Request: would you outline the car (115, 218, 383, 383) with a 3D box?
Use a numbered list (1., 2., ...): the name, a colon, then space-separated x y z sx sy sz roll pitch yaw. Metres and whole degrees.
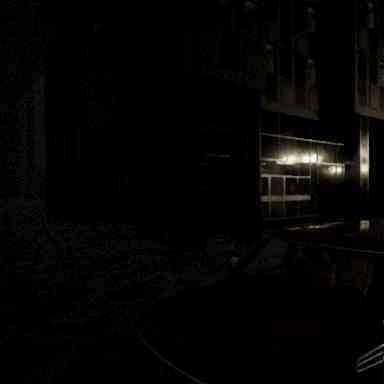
1. car: 1.727 1.301 3.764 5.009 1.841 2.192 0 0 -36
